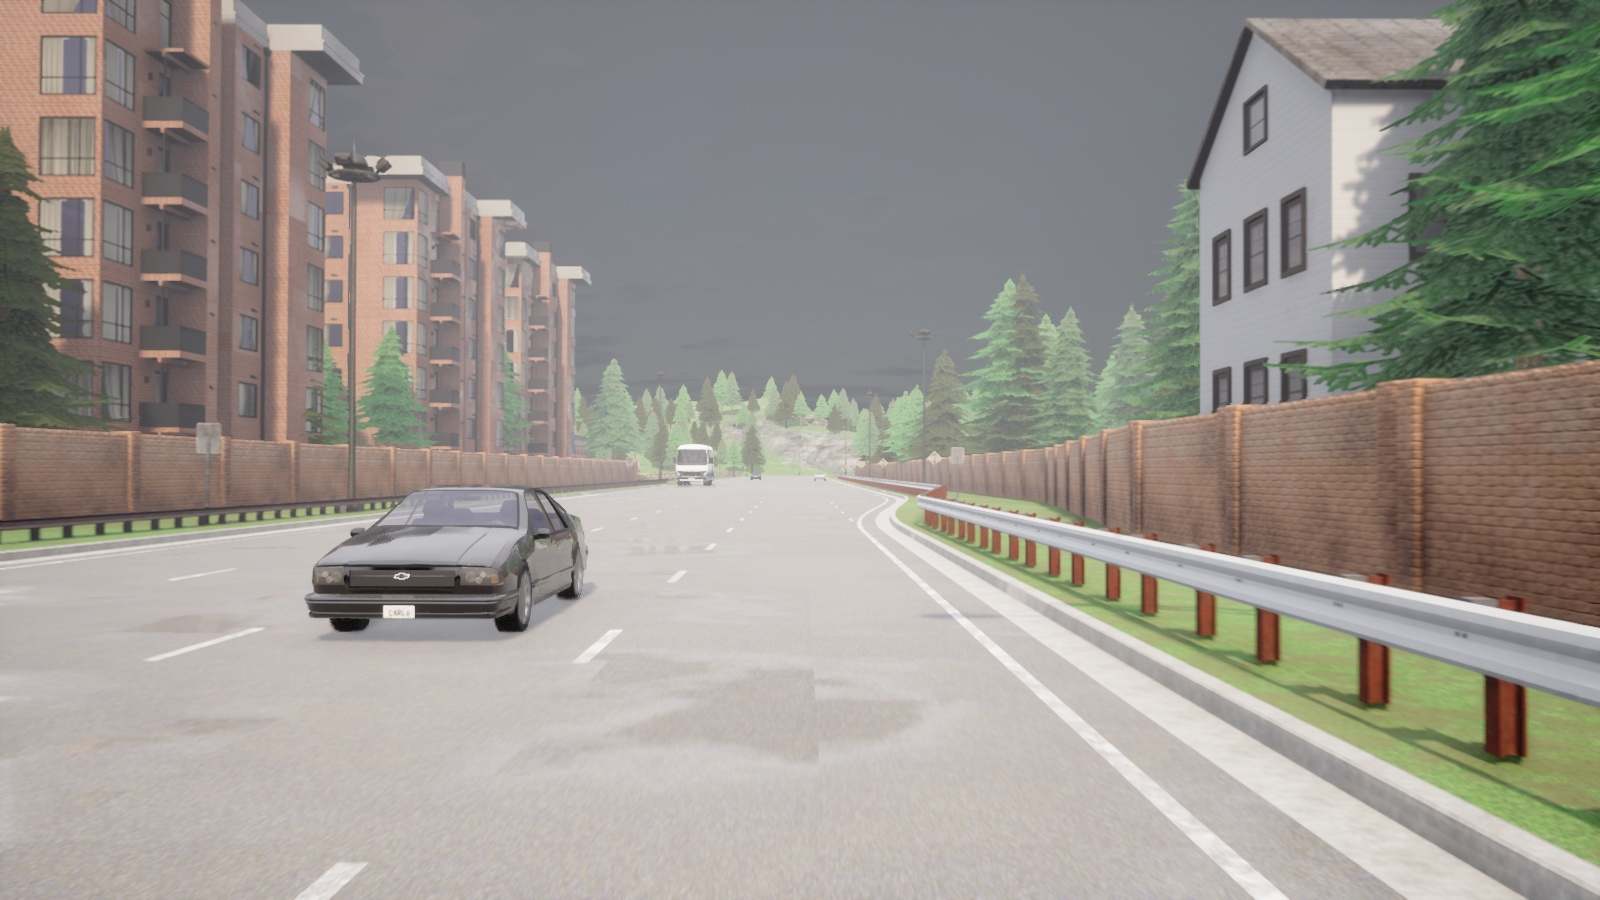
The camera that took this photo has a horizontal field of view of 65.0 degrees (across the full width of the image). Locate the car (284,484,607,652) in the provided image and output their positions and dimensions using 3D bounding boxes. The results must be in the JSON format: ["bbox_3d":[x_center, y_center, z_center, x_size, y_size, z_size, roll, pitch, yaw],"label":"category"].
[{"bbox_3d":[-3.531,1.106,13.722,2.033,1.411,5.357,0,-1,0],"label":"car"}]
